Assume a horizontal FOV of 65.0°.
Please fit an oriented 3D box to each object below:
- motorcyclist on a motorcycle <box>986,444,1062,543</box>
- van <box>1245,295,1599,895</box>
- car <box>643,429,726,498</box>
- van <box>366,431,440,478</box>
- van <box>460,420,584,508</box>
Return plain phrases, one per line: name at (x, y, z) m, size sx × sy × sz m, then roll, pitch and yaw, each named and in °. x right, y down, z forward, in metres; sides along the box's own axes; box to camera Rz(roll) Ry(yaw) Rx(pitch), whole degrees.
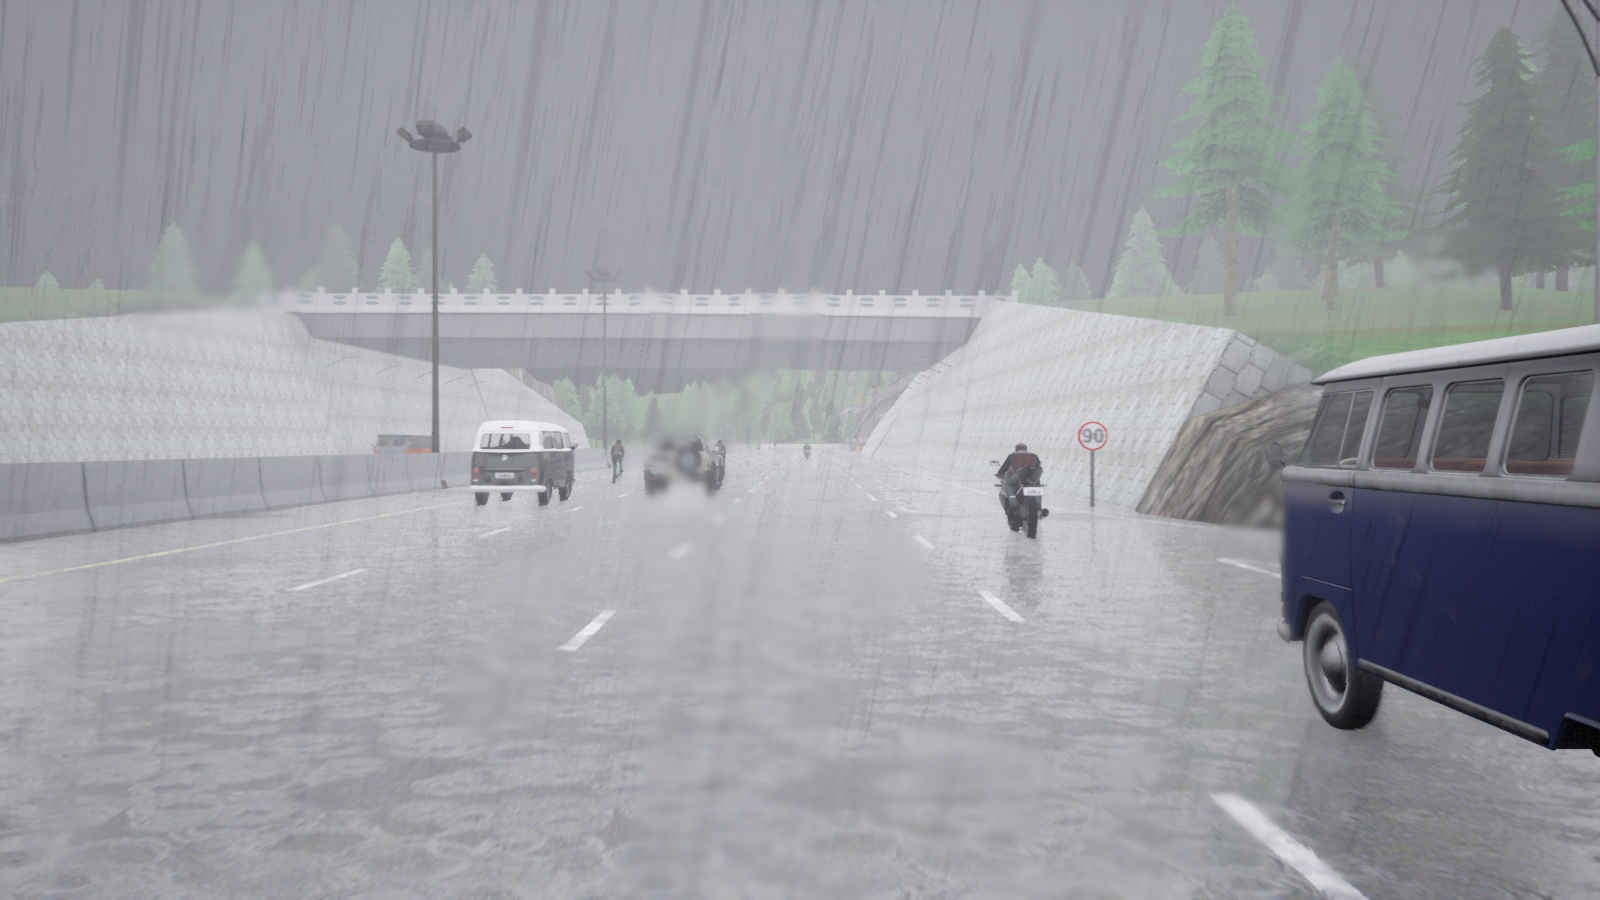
motorcyclist on a motorcycle at (3.632, 0.668, 20.579) m, size 0.866 × 1.530 × 2.191 m, roll 0°, pitch 0°, yaw 0°
van at (3.546, 0.473, 5.294) m, size 1.775 × 1.987 × 4.442 m, roll 0°, pitch 0°, yaw 0°
car at (-3.278, 0.355, 36.445) m, size 1.932 × 1.855 × 4.605 m, roll 0°, pitch 0°, yaw 0°
van at (-17.174, 0.178, 54.517) m, size 1.775 × 1.987 × 4.442 m, roll 0°, pitch 0°, yaw 0°
van at (-6.807, 0.291, 31.220) m, size 2.069 × 2.038 × 4.480 m, roll 0°, pitch 1°, yaw 0°
